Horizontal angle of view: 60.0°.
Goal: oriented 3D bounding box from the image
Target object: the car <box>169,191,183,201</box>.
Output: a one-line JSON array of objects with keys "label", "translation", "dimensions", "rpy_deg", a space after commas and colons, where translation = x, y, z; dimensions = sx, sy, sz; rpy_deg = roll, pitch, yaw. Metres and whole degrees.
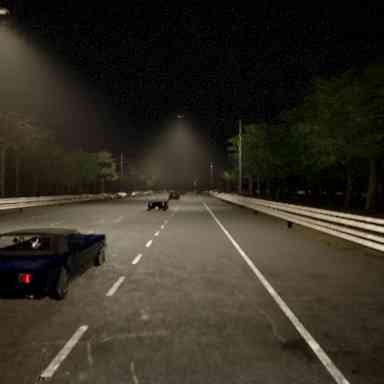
[{"label": "car", "translation": [-3.366, 0.693, 64.212], "dimensions": [2.097, 1.767, 4.553], "rpy_deg": [0, 1, 0]}]

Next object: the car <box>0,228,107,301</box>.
[{"label": "car", "translation": [-3.503, 1.517, 8.075], "dimensions": [1.895, 1.301, 4.718], "rpy_deg": [0, 1, 0]}]

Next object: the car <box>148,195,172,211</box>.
[{"label": "car", "translation": [-3.453, 1.242, 35.063], "dimensions": [1.895, 1.301, 4.718], "rpy_deg": [0, 1, 0]}]
